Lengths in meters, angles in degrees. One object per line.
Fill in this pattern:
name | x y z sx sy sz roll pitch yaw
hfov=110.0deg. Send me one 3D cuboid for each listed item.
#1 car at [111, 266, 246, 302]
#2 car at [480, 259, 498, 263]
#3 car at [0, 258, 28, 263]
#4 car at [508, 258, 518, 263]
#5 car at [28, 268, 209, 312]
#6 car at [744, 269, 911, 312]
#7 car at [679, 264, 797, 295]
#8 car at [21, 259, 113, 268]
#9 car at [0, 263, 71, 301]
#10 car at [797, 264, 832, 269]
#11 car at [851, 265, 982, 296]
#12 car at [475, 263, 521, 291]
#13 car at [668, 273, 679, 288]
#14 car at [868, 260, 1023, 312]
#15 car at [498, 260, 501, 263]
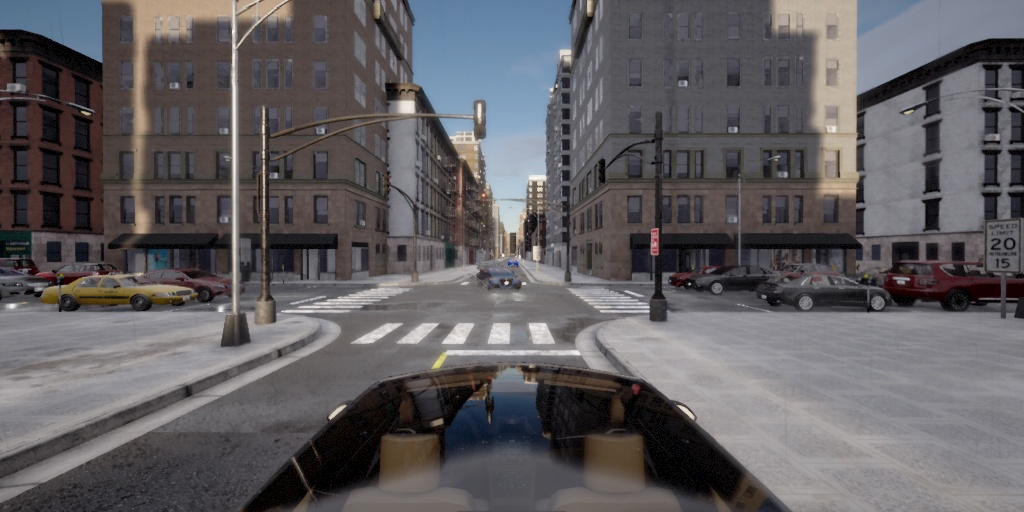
car | -14.774 1.280 16.265 4.674 1.442 1.812 0 0 0
car | -2.762 1.255 38.615 1.837 1.490 4.892 0 0 0
car | -32.011 1.038 21.833 5.009 1.841 2.192 0 0 0
car | 0.153 1.238 63.171 1.882 1.535 5.008 0 0 0
car | -14.883 1.292 13.751 4.829 1.417 1.751 0 0 0
car | 11.793 1.324 13.662 4.403 1.370 2.007 0 0 0
car | 11.921 1.251 19.143 4.892 1.490 1.837 0 0 0
car | -26.349 1.164 21.814 4.097 1.591 1.967 0 0 0
car | -23.930 1.243 16.312 4.902 1.511 2.128 0 0 0
car | 17.229 1.174 21.669 4.097 1.591 1.967 0 0 0
car | 21.404 1.253 19.115 4.892 1.490 1.837 0 0 0
car | -0.910 1.308 21.787 1.994 1.385 4.181 0 0 -18
car | 11.820 1.278 21.687 4.507 1.381 1.888 0 0 0
car | 17.202 1.089 13.644 5.009 1.841 2.192 0 0 0
car | -2.708 1.263 53.950 1.837 1.490 4.892 0 -1 0
